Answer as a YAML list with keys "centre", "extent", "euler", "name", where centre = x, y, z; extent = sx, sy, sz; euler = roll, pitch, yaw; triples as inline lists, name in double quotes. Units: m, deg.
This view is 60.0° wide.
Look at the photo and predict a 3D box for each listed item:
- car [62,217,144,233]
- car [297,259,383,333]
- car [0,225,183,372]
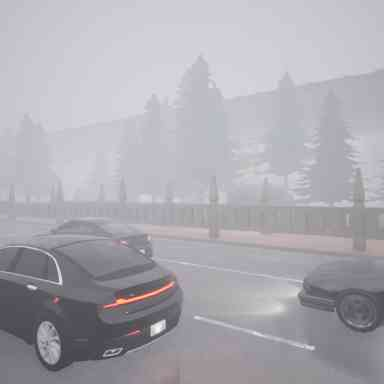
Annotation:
- centre: [-3.305, 1.526, 10.637]
  extent: [4.674, 1.442, 1.812]
  euler: [0, 0, 35]
  name: "car"
- centre: [4.510, 1.547, 5.075]
  extent: [5.357, 1.411, 2.033]
  euler: [0, 0, 35]
  name: "car"
- centre: [-2.411, 1.505, 5.707]
  extent: [4.892, 1.490, 1.837]
  euler: [0, 0, 35]
  name: "car"
